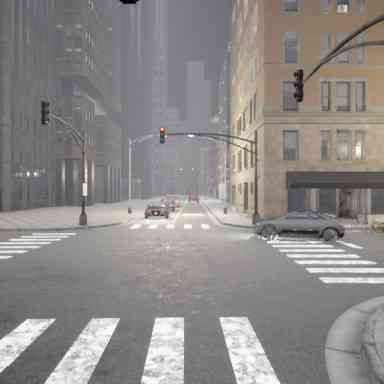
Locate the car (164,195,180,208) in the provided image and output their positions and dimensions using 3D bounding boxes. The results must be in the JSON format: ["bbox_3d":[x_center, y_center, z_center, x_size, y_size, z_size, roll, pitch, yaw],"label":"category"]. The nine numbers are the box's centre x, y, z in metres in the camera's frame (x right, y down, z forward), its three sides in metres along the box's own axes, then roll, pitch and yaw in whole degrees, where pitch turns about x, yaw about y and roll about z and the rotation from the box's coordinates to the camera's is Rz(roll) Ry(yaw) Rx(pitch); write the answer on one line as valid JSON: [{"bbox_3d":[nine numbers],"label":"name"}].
[{"bbox_3d":[-2.900,1.367,49.180,2.097,1.767,4.553,0,0,0],"label":"car"}]

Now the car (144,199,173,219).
[{"bbox_3d":[-2.986,1.573,29.427,1.994,1.385,4.181,0,0,0],"label":"car"}]

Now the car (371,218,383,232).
[{"bbox_3d":[12.181,1.519,17.735,4.829,1.417,1.752,0,0,-1],"label":"car"}]

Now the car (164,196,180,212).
[{"bbox_3d":[-2.943,1.504,39.282,2.128,1.511,4.902,0,0,0],"label":"car"}]

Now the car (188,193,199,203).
[{"bbox_3d":[0.345,1.200,70.258,2.150,2.045,5.566,0,0,0],"label":"car"}]

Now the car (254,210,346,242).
[{"bbox_3d":[5.168,1.569,16.161,4.181,1.385,1.994,0,0,20],"label":"car"}]
